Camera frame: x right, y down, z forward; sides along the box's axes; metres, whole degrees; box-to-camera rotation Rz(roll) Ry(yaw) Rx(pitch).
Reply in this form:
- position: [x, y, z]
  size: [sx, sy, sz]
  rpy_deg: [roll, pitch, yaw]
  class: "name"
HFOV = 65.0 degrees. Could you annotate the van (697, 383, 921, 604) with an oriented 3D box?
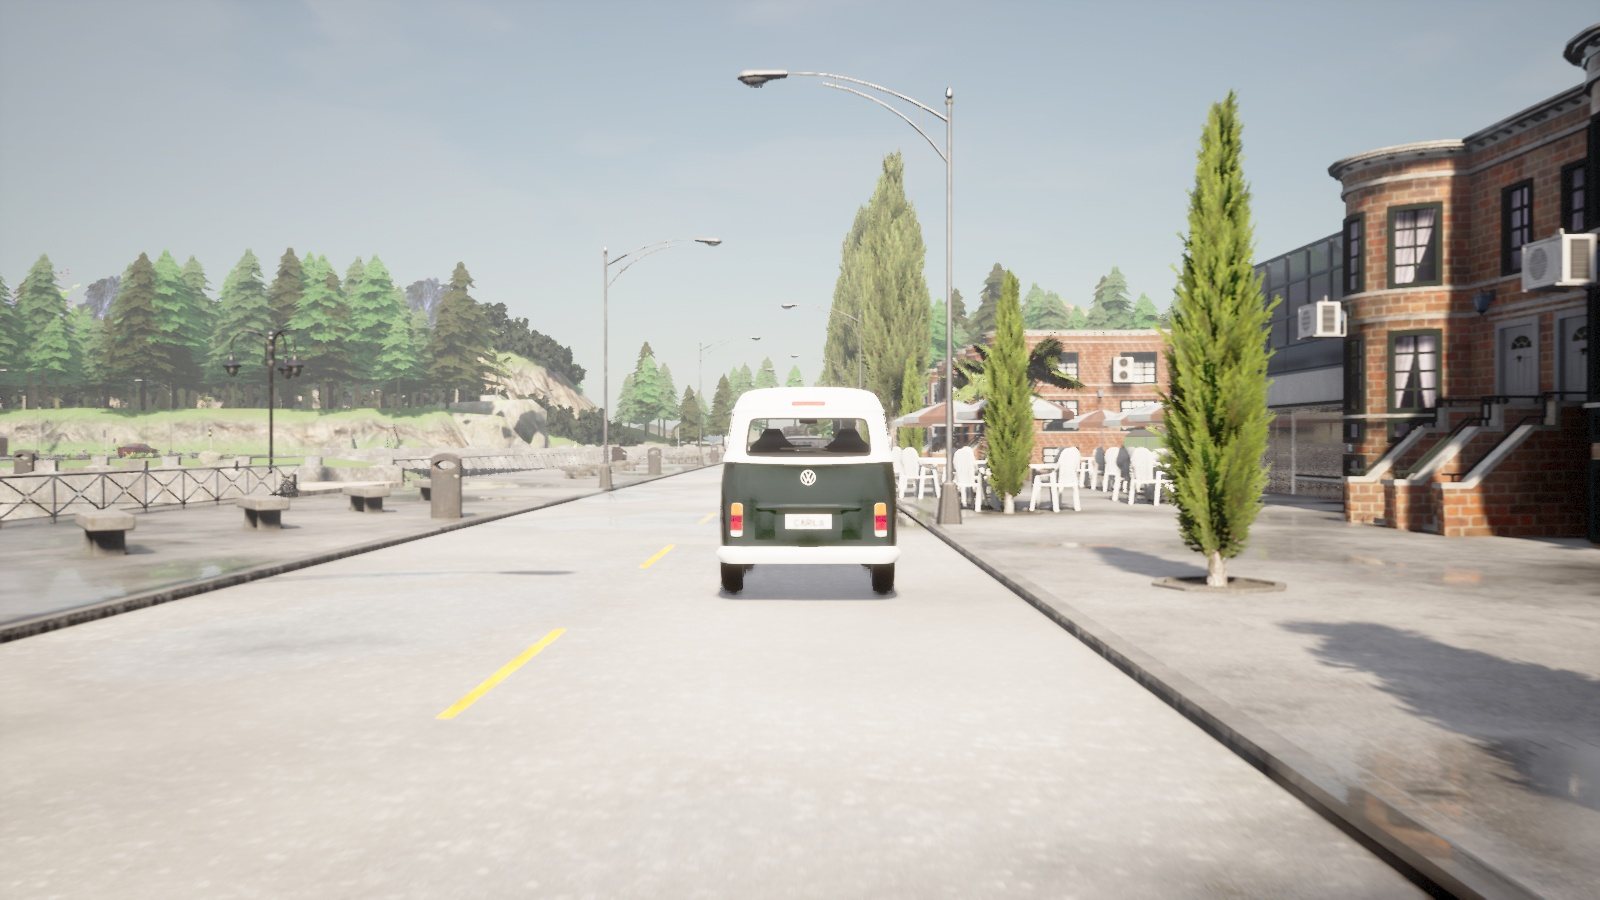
- position: [0.092, 0.392, 13.841]
  size: [2.069, 2.038, 4.480]
  rpy_deg: [0, 0, 0]
  class: "van"
